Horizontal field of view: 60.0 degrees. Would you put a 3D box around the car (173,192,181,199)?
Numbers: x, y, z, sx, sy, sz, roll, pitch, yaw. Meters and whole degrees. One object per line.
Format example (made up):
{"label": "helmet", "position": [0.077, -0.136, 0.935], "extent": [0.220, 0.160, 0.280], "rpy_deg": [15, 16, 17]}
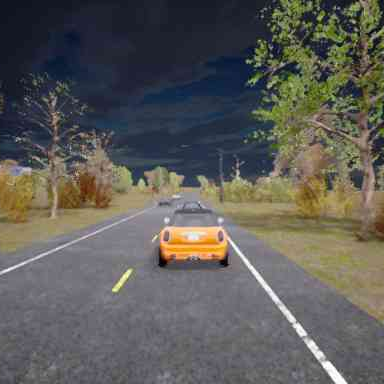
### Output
{"label": "car", "position": [-3.870, 1.001, 87.145], "extent": [2.097, 1.767, 4.553], "rpy_deg": [0, 0, 0]}

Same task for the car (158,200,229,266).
{"label": "car", "position": [0.056, 1.330, 11.647], "extent": [2.097, 1.767, 4.553], "rpy_deg": [0, 0, 0]}

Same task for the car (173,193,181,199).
{"label": "car", "position": [-3.719, 1.201, 79.872], "extent": [1.895, 1.301, 4.718], "rpy_deg": [0, 0, -2]}

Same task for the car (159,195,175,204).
{"label": "car", "position": [-4.033, 1.453, 51.047], "extent": [1.994, 1.385, 4.181], "rpy_deg": [0, 0, -3]}
